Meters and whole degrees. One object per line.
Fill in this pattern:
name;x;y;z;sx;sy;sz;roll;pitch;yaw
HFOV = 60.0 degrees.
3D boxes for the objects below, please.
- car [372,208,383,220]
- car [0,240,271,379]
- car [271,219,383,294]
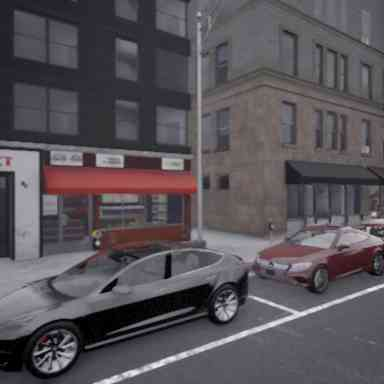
car;7.864;1.260;11.803;5.009;1.841;2.192;0;0;-36
car;-0.941;1.556;5.518;4.313;1.339;1.947;0;0;-36
car;3.462;1.550;8.661;4.206;1.307;1.802;0;0;-36
